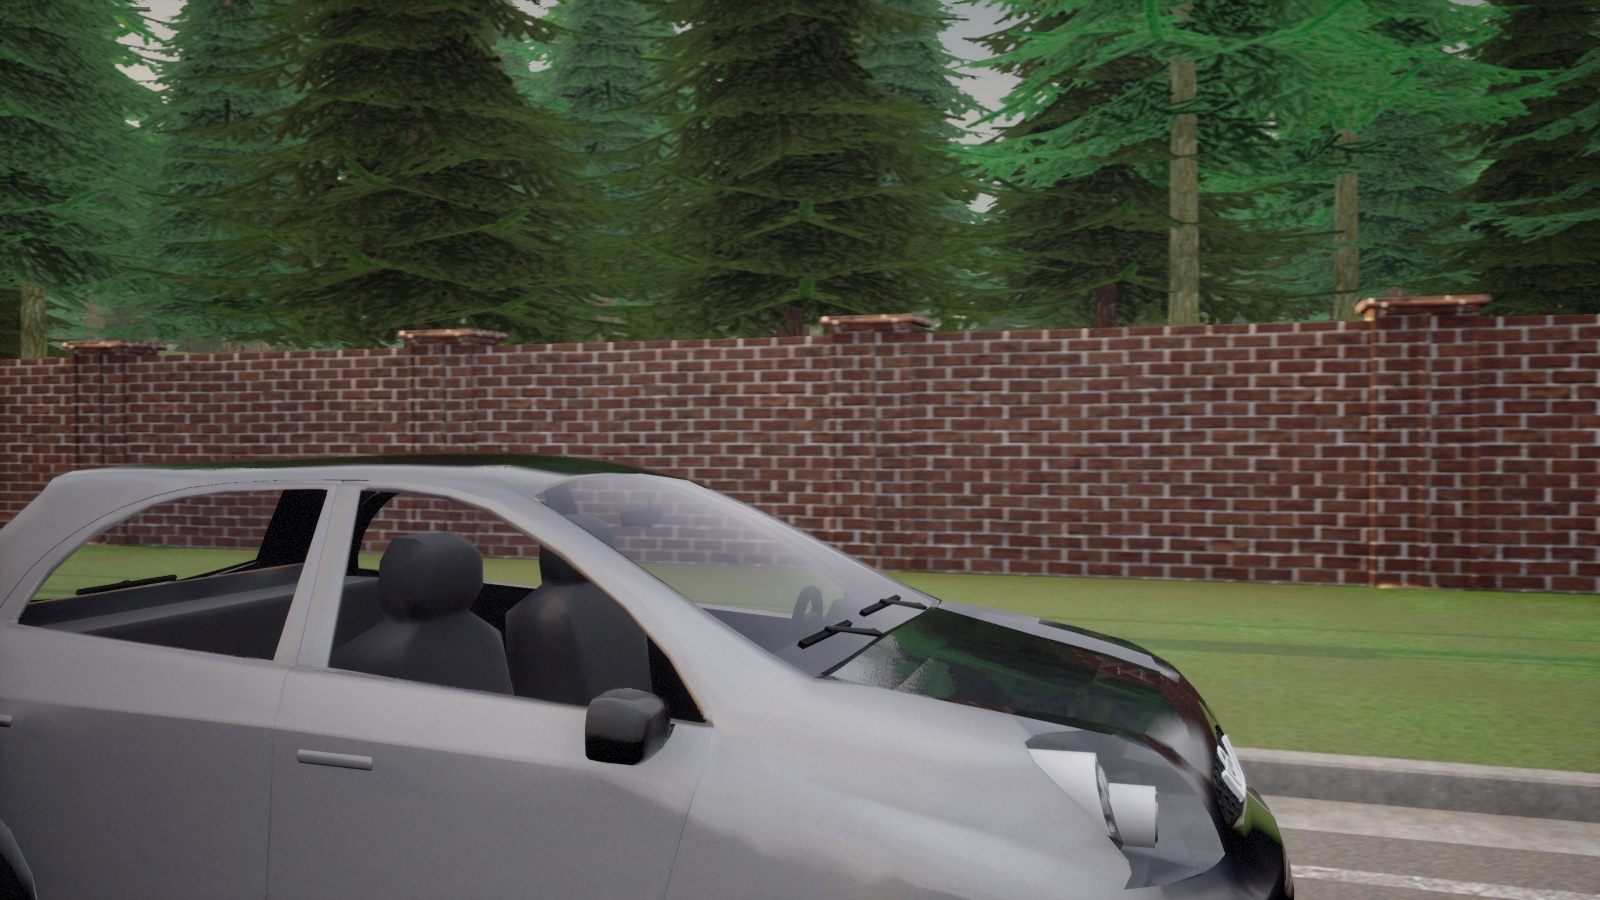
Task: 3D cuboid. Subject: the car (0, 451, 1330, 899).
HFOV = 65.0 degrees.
[{"bbox_3d":[-0.614,0.784,3.400,3.633,1.501,1.845,1,1,19],"label":"car"}]
